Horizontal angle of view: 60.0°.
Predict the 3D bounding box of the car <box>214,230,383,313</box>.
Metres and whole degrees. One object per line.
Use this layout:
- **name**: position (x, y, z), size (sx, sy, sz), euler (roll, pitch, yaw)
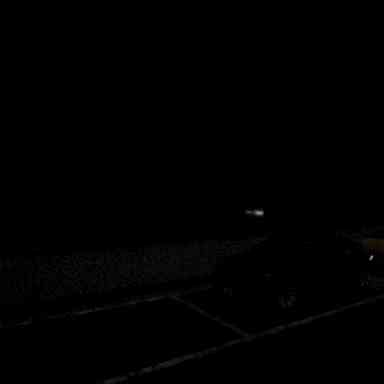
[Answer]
- **car**: position (2.531, 1.628, 7.785), size (4.313, 1.339, 1.947), euler (1, 0, -34)
